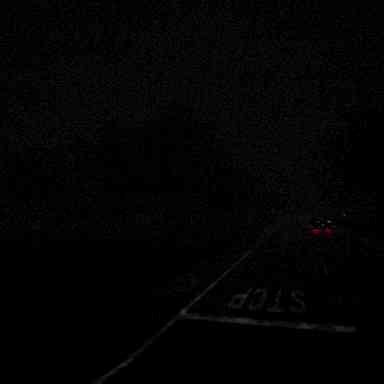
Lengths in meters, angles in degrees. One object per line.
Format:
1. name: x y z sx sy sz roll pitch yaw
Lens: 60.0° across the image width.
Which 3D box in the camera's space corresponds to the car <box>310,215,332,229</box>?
1. car: 15.756 3.660 40.407 1.812 1.442 4.674 -2 -4 18
